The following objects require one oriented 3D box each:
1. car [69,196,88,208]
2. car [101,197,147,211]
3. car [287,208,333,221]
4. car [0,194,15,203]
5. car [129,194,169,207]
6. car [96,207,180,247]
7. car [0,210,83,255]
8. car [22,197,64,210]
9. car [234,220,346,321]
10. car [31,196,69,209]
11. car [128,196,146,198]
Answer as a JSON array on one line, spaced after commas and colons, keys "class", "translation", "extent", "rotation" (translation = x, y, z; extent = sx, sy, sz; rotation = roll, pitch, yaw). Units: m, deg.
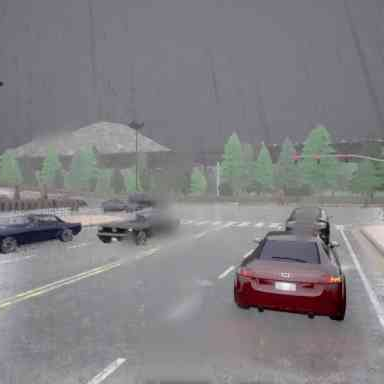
[{"class": "car", "translation": [-16.820, 1.328, 46.398], "extent": [4.553, 1.767, 2.097], "rotation": [1, 0, 20]}, {"class": "car", "translation": [-7.439, 1.564, 35.578], "extent": [4.181, 1.385, 1.994], "rotation": [0, 0, 20]}, {"class": "car", "translation": [5.537, 1.491, 15.787], "extent": [2.128, 1.511, 4.902], "rotation": [0, 0, 22]}, {"class": "car", "translation": [-27.679, 1.097, 50.326], "extent": [4.674, 1.442, 1.812], "rotation": [4, 1, 20]}, {"class": "car", "translation": [-5.674, 1.221, 42.383], "extent": [5.566, 2.045, 2.150], "rotation": [0, 0, 20]}, {"class": "car", "translation": [-2.310, 1.601, 15.452], "extent": [1.895, 1.301, 4.718], "rotation": [0, 0, 22]}, {"class": "car", "translation": [-6.795, 1.601, 13.677], "extent": [1.895, 1.301, 4.718], "rotation": [0, 0, 22]}, {"class": "car", "translation": [-19.586, 1.446, 43.674], "extent": [4.902, 1.511, 2.128], "rotation": [1, 0, 20]}, {"class": "car", "translation": [2.288, 1.564, 7.492], "extent": [1.994, 1.385, 4.181], "rotation": [0, 0, 21]}, {"class": "car", "translation": [-17.477, 1.482, 39.192], "extent": [4.902, 1.511, 2.128], "rotation": [0, 0, 20]}, {"class": "car", "translation": [-8.448, 1.503, 39.662], "extent": [4.892, 1.490, 1.837], "rotation": [0, 0, 20]}]
